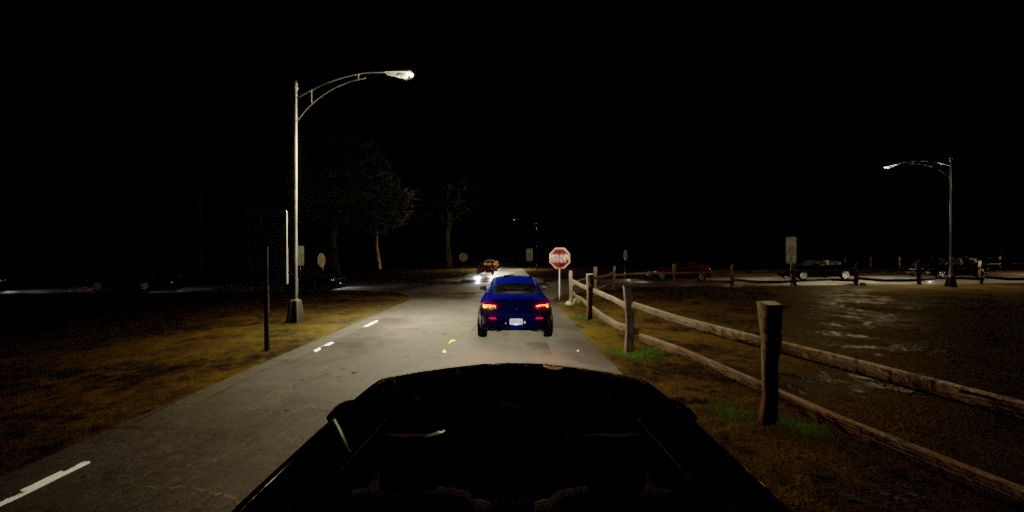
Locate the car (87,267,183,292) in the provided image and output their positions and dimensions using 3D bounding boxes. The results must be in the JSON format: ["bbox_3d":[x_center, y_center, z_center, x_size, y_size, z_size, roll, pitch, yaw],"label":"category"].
[{"bbox_3d":[-25.419,1.523,24.161,5.008,1.535,1.882,-1,1,0],"label":"car"}]

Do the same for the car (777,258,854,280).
[{"bbox_3d":[22.807,0.939,26.959,5.008,1.535,1.882,-1,1,0],"label":"car"}]

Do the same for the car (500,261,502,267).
[{"bbox_3d":[-2.931,1.381,59.515,2.033,1.411,5.357,0,0,1],"label":"car"}]

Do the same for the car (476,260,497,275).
[{"bbox_3d":[-2.900,1.375,39.719,1.895,1.301,4.718,0,0,-2],"label":"car"}]

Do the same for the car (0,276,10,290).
[{"bbox_3d":[-37.183,1.670,24.208,4.902,1.511,2.128,-1,1,0],"label":"car"}]

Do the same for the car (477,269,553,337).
[{"bbox_3d":[0.053,1.276,10.158,1.812,1.442,4.674,0,0,-1],"label":"car"}]

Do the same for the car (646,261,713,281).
[{"bbox_3d":[12.551,1.107,27.029,4.674,1.442,1.812,-1,1,2],"label":"car"}]

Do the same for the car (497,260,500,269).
[{"bbox_3d":[-2.955,1.274,49.075,1.882,1.535,5.008,0,0,0],"label":"car"}]

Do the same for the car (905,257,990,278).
[{"bbox_3d":[32.612,0.851,26.919,4.892,1.490,1.837,-1,1,0],"label":"car"}]

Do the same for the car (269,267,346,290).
[{"bbox_3d":[-14.236,1.468,24.186,5.357,1.411,2.033,-1,1,0],"label":"car"}]
